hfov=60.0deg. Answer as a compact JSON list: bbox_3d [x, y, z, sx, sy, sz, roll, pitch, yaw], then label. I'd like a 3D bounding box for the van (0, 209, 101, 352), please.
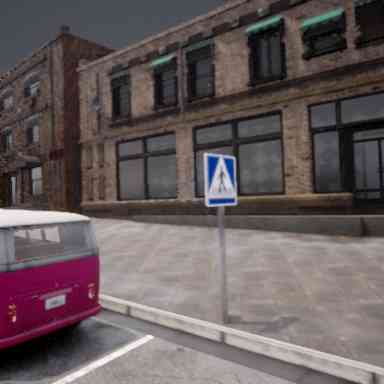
[{"bbox_3d":[-3.686,1.297,5.942,4.442,1.987,1.878,0,0,35],"label":"van"}]
